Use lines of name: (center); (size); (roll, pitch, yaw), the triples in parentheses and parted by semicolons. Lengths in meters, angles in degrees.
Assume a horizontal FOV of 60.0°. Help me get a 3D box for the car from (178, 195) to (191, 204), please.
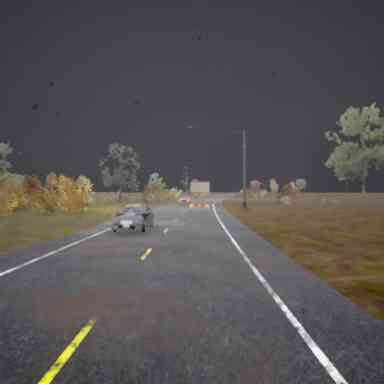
car: (-1.284, 1.336, 60.946); (2.097, 1.767, 4.553); (0, 0, 5)

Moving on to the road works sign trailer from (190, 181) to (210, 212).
road works sign trailer: (0.930, 0.458, 39.233); (2.380, 3.560, 2.880); (0, 0, 3)

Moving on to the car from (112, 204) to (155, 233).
car: (-3.336, 1.488, 19.608); (2.128, 1.511, 4.902); (0, 0, 1)
